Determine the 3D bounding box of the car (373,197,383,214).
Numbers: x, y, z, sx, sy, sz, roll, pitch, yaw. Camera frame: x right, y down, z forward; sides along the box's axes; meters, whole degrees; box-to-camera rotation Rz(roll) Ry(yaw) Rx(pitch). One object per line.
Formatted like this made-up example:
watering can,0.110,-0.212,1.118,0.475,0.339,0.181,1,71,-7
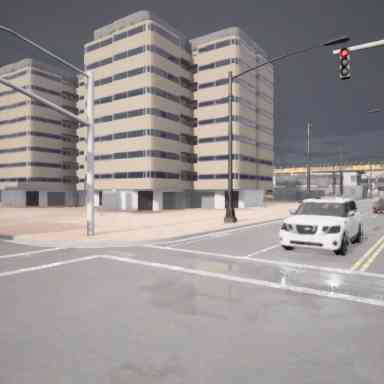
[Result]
car,20.007,1.339,34.148,2.097,1.767,4.553,0,0,35

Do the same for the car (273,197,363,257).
car,5.464,1.251,13.591,2.150,2.045,5.566,0,0,35
